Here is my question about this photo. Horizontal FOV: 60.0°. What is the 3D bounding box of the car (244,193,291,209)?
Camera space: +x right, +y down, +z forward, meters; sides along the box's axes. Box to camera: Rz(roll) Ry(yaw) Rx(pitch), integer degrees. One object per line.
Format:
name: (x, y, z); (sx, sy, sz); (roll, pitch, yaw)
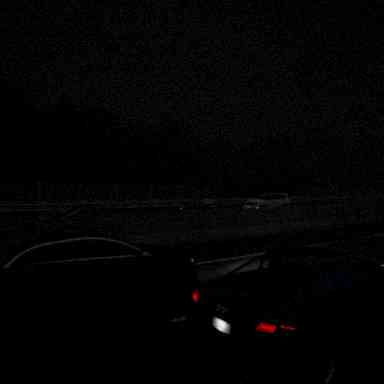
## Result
car: (8.119, 1.148, 35.429); (5.566, 2.045, 2.150); (0, 0, -35)

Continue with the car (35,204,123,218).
car: (-5.606, 1.527, 17.161); (4.674, 1.442, 1.812); (0, 0, -35)

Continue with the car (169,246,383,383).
car: (1.991, 1.560, 5.142); (4.181, 1.385, 1.994); (0, 0, -35)

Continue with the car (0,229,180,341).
car: (-2.100, 1.492, 6.537); (4.902, 1.511, 2.128); (0, 0, -35)

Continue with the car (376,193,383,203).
car: (27.470, 1.287, 44.769); (4.902, 1.511, 2.128); (0, 0, -35)

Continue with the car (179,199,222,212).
car: (0.934, 1.449, 34.635); (4.902, 1.511, 2.128); (0, 0, -35)
